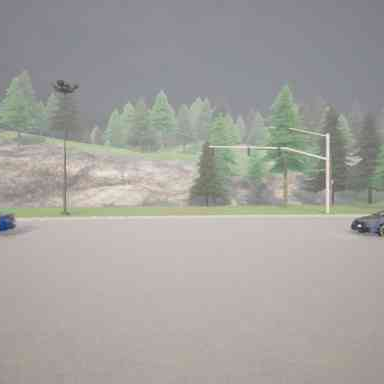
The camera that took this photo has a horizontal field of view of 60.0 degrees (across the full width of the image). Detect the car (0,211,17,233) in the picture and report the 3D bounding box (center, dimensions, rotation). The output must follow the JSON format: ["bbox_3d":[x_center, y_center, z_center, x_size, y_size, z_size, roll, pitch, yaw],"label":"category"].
[{"bbox_3d":[-11.840,1.477,17.132,5.008,1.535,1.882,0,0,-13],"label":"car"}]

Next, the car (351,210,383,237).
[{"bbox_3d":[10.656,1.564,17.404,4.181,1.385,1.994,0,0,-5],"label":"car"}]
